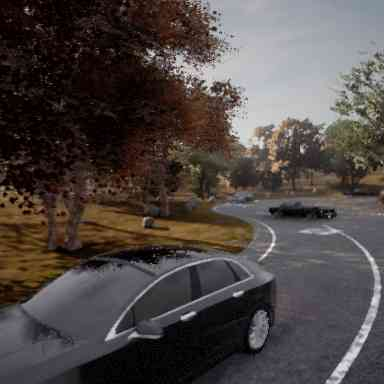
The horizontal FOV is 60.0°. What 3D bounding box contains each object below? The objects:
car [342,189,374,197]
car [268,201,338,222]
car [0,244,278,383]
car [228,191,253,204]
[{"bbox_3d":[28.001,0.169,56.247,4.718,1.301,1.895,-1,1,7],"label":"car"},{"bbox_3d":[7.673,1.288,23.286,1.895,1.301,4.718,-2,1,-32],"label":"car"},{"bbox_3d":[-0.653,1.526,4.192,1.837,1.490,4.892,1,1,41],"label":"car"},{"bbox_3d":[6.592,0.710,44.829,2.097,1.767,4.553,-1,1,30],"label":"car"}]
